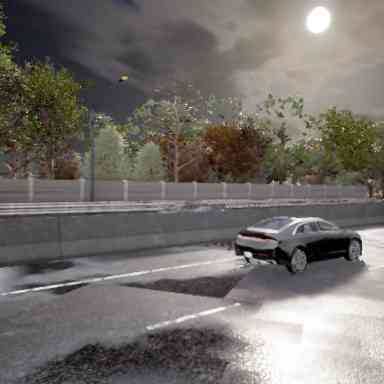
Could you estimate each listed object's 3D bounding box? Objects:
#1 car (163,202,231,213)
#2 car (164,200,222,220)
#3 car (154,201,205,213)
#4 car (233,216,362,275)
[{"bbox_3d":[1.057,1.592,21.981,5.357,1.411,2.033,0,0,-36],"label":"car"},{"bbox_3d":[0.102,1.552,29.907,4.902,1.511,2.128,0,0,-36],"label":"car"},{"bbox_3d":[-0.626,1.554,25.079,4.892,1.490,1.837,0,0,-36],"label":"car"},{"bbox_3d":[3.522,1.515,10.579,4.902,1.511,2.128,0,0,-36],"label":"car"}]
